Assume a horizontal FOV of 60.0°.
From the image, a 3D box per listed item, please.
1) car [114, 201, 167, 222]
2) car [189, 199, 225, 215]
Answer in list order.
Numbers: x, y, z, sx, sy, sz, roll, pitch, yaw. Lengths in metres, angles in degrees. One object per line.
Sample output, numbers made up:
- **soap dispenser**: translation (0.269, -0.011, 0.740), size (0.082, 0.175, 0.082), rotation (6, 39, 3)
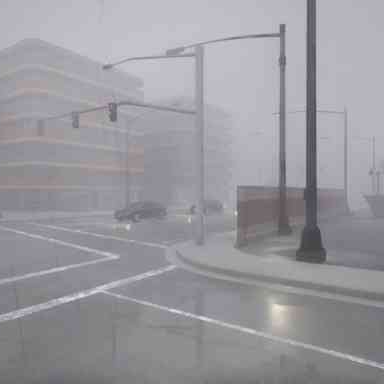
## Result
- **car**: translation (-3.961, 1.505, 26.320), size (1.837, 1.490, 4.892), rotation (0, 0, 35)
- **car**: translation (1.627, 1.505, 34.444), size (1.837, 1.490, 4.892), rotation (0, 0, 35)
